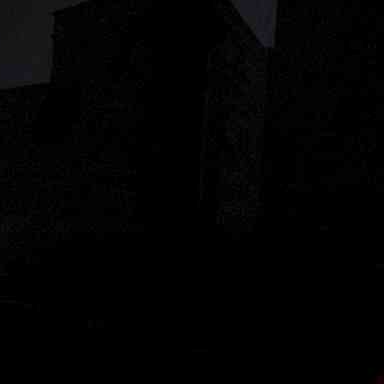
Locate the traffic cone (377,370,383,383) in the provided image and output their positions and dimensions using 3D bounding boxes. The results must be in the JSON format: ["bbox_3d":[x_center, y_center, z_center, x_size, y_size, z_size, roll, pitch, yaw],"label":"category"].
[{"bbox_3d":[1.928,2.068,3.211,0.340,0.580,0.340,0,-1,32],"label":"traffic cone"}]
